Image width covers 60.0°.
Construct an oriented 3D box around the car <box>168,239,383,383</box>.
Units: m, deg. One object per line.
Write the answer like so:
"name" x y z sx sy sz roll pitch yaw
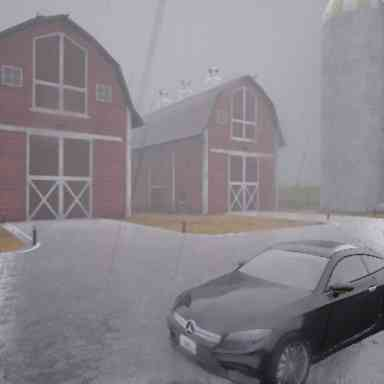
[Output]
"car" 1.845 1.546 5.290 4.674 1.442 1.812 0 0 -36
